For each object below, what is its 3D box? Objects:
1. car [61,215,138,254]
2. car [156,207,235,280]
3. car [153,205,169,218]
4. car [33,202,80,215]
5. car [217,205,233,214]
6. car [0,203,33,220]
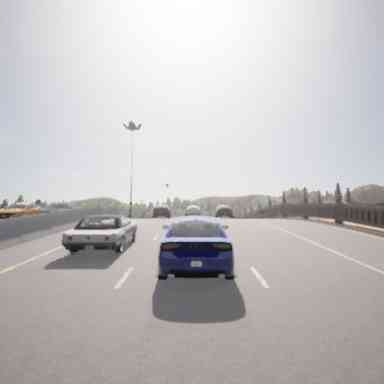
[{"bbox_3d":[-3.395,1.553,13.246,1.895,1.301,4.718,0,0,0],"label":"car"},{"bbox_3d":[0.103,1.443,9.891,1.882,1.535,5.008,0,0,0],"label":"car"},{"bbox_3d":[-3.382,2.283,38.476,1.882,1.535,5.008,0,-5,0],"label":"car"},{"bbox_3d":[-10.495,1.577,26.812,1.882,1.535,5.008,0,-2,0],"label":"car"},{"bbox_3d":[3.617,2.314,38.508,1.837,1.490,4.892,0,-5,0],"label":"car"},{"bbox_3d":[-13.988,1.639,27.321,1.882,1.535,5.008,0,-2,0],"label":"car"}]
